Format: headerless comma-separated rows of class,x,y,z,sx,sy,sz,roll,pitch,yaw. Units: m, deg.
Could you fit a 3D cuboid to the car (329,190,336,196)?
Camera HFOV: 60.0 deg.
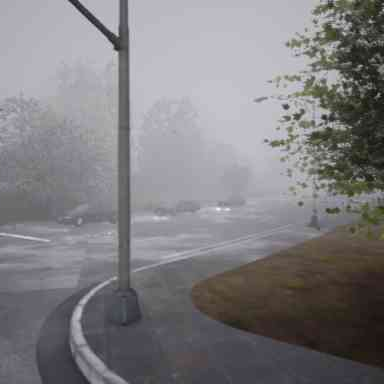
car,23.301,-0.413,52.908,2.150,2.045,5.566,0,3,33

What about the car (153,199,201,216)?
car,-1.295,1.381,31.767,2.033,1.411,5.357,0,1,37

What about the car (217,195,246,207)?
car,4.720,1.019,39.755,1.994,1.385,4.181,0,2,37

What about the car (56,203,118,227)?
car,-7.266,1.550,23.816,1.837,1.490,4.892,0,1,37
